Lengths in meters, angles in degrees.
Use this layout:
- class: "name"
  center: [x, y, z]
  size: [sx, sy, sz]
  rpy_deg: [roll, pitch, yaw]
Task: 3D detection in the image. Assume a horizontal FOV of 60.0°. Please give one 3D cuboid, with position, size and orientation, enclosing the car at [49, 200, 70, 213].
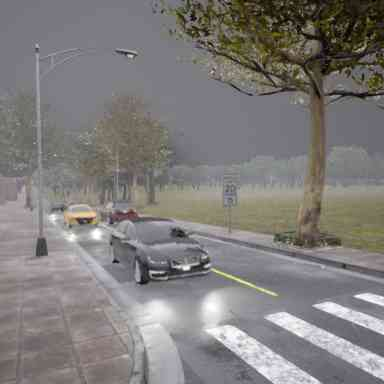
- class: "car"
  center: [-17.131, 2.003, 42.543]
  size: [1.895, 1.301, 4.718]
  rpy_deg: [-1, 0, -26]

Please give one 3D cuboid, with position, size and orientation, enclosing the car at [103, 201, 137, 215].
- class: "car"
  center: [-5.825, 1.490, 26.029]
  size: [2.097, 1.767, 4.553]
  rpy_deg: [-1, 0, -26]

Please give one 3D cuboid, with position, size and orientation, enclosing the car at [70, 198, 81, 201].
- class: "car"
  center: [-17.736, 1.770, 50.207]
  size: [2.097, 1.767, 4.553]
  rpy_deg: [-1, 0, -26]

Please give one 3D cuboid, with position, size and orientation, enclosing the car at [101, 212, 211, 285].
- class: "car"
  center: [-1.200, 1.563, 9.977]
  size: [1.837, 1.490, 4.892]
  rpy_deg: [-1, 0, -26]

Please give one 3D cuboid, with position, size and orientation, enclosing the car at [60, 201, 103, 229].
- class: "car"
  center: [-8.085, 1.670, 23.957]
  size: [1.882, 1.535, 5.008]
  rpy_deg: [-1, 0, -26]
